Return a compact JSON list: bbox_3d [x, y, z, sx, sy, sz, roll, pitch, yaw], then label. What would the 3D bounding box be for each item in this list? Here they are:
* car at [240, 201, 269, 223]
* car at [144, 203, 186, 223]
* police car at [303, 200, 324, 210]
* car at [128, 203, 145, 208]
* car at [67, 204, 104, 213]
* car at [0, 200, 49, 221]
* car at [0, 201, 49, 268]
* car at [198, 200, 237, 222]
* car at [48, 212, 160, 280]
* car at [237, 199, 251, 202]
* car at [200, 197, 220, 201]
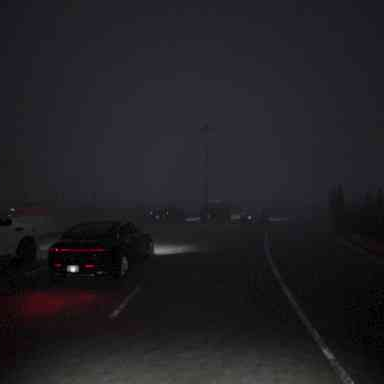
[{"bbox_3d":[5.363,1.791,28.239,1.812,1.442,4.674,0,0,22],"label":"car"},{"bbox_3d":[-1.954,1.791,28.066,1.812,1.442,4.674,0,-1,18],"label":"car"},{"bbox_3d":[19.340,1.997,52.779,2.038,1.542,4.974,-1,-1,39],"label":"police car"},{"bbox_3d":[-5.755,1.979,38.223,1.895,1.301,4.718,0,-1,24],"label":"car"},{"bbox_3d":[-10.968,1.899,34.498,1.994,1.385,4.181,0,-1,21],"label":"car"},{"bbox_3d":[-15.874,1.644,30.990,2.097,1.767,4.553,0,-1,18],"label":"car"},{"bbox_3d":[-6.292,1.285,8.587,2.150,2.045,5.566,0,-1,6],"label":"car"},{"bbox_3d":[2.141,1.768,29.196,2.128,1.511,4.902,0,-1,19],"label":"car"},{"bbox_3d":[-2.531,1.594,10.301,1.837,1.490,4.892,0,-1,7],"label":"car"},{"bbox_3d":[10.776,2.156,69.388,1.882,1.535,5.008,-1,-1,43],"label":"car"},{"bbox_3d":[3.547,1.941,66.563,2.150,2.045,5.566,-1,-1,40],"label":"car"}]
